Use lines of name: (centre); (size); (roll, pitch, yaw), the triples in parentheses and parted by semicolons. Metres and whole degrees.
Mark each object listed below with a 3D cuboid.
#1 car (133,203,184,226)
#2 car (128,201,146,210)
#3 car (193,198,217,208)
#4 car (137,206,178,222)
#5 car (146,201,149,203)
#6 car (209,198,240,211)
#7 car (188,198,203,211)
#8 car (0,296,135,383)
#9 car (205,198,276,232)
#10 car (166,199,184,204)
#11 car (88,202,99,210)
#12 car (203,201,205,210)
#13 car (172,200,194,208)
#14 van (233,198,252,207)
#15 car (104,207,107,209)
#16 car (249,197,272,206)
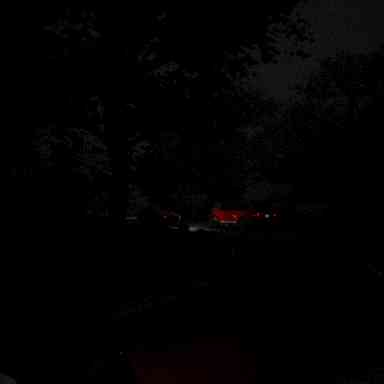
car: (-2.739, 1.917, 27.260); (1.882, 1.535, 5.008); (4, -4, -33)
car: (-11.135, 2.488, 62.231); (2.163, 1.488, 4.792); (0, 0, -34)
car: (2.754, 2.258, 71.713); (2.435, 2.045, 5.566); (0, 0, -34)
car: (-3.673, 2.250, 34.725); (2.128, 1.511, 4.902); (4, -4, -33)
car: (-8.732, 2.459, 63.682); (1.946, 1.575, 5.366); (0, 0, -34)
car: (5.607, 2.170, 57.894); (2.435, 2.045, 5.566); (0, 0, -34)
car: (-1.294, 2.147, 53.184); (2.435, 2.045, 5.566); (0, 0, -34)
car: (-2.693, 1.495, 1.766); (4.902, 1.511, 2.128); (0, 0, -36)
car: (3.481, 1.670, 23.660); (2.150, 2.045, 5.566); (4, -3, -30)
car: (-3.492, 2.143, 51.683); (2.435, 2.045, 5.566); (0, 0, -34)
car: (-18.114, 2.476, 57.538); (2.163, 1.488, 4.792); (0, 0, -34)
car: (1.122, 2.444, 54.800); (2.002, 1.452, 4.674); (0, 0, -34)
car: (-1.908, 2.515, 68.599); (2.163, 1.488, 4.792); (0, 0, -34)
van: (11.936, 2.336, 78.152); (1.878, 1.987, 4.442); (0, 0, -34)
car: (-15.799, 2.480, 59.118); (2.163, 1.488, 4.792); (0, 0, -34)
car: (16.650, 2.339, 81.189); (2.435, 2.045, 5.566); (0, -1, -34)
